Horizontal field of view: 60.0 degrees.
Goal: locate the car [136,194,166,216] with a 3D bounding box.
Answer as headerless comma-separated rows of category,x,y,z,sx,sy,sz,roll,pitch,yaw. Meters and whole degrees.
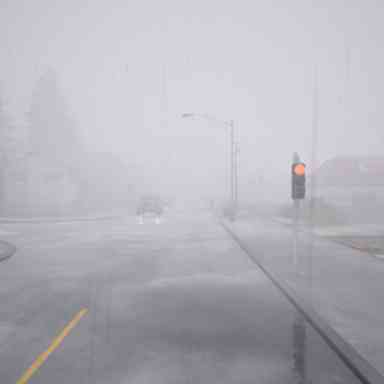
car,-4.086,1.201,32.768,2.150,2.045,5.566,0,0,0

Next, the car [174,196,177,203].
car,-4.003,1.465,65.626,1.837,1.490,4.892,0,0,1

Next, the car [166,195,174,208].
car,-4.068,1.448,48.220,1.882,1.535,5.008,0,0,0
